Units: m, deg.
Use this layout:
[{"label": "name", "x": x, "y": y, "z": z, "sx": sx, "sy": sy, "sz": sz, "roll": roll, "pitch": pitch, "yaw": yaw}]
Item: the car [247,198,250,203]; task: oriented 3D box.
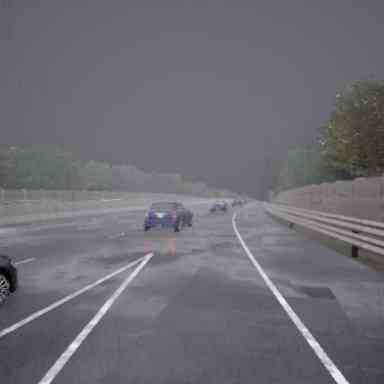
[{"label": "car", "x": 12.271, "y": 2.369, "z": 80.746, "sx": 1.994, "sy": 1.385, "sz": 4.181, "roll": 0, "pitch": -1, "yaw": 13}]

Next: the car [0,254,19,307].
[{"label": "car", "x": -4.829, "y": 1.456, "z": 4.923, "sx": 2.128, "sy": 1.511, "sz": 4.902, "roll": -1, "pitch": 0, "yaw": 13}]

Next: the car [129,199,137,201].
[{"label": "car", "x": -10.495, "y": 2.024, "z": 59.414, "sx": 1.812, "sy": 1.442, "sz": 4.674, "roll": 0, "pitch": -1, "yaw": 13}]

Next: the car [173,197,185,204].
[{"label": "car", "x": -3.511, "y": 2.249, "z": 90.315, "sx": 2.097, "sy": 1.767, "sz": 4.553, "roll": 0, "pitch": -1, "yaw": 13}]

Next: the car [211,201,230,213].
[{"label": "car", "x": 3.589, "y": 1.843, "z": 42.219, "sx": 1.812, "sy": 1.442, "sz": 4.674, "roll": 0, "pitch": -1, "yaw": 13}]

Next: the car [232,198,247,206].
[{"label": "car", "x": 9.482, "y": 2.014, "z": 68.368, "sx": 2.097, "sy": 1.767, "sz": 4.553, "roll": 0, "pitch": -1, "yaw": 13}]

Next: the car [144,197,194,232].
[{"label": "car", "x": -1.302, "y": 1.380, "z": 20.505, "sx": 2.097, "sy": 1.767, "sz": 4.553, "roll": 0, "pitch": -1, "yaw": 13}]
